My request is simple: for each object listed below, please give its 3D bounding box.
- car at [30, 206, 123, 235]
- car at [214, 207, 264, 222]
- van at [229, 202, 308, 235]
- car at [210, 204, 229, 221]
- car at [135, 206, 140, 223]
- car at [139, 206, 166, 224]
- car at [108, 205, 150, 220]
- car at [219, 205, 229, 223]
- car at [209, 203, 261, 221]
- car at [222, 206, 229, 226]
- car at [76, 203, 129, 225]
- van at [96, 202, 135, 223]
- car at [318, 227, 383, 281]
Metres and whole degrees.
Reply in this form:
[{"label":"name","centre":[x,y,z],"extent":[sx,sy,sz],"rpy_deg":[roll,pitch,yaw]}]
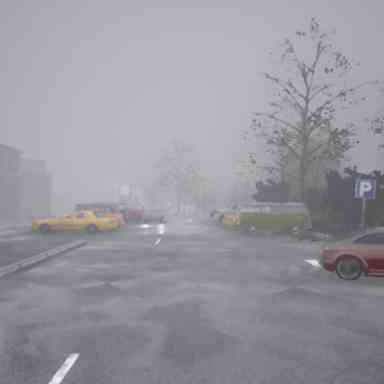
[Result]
[{"label":"car","centre":[-7.513,1.887,21.437],"extent":[5.366,1.575,1.946],"rpy_deg":[0,-2,0]},{"label":"car","centre":[4.829,2.365,34.830],"extent":[4.892,1.521,2.231],"rpy_deg":[0,-2,-1]},{"label":"van","centre":[4.827,1.656,20.880],"extent":[4.442,1.987,1.878],"rpy_deg":[0,-2,0]},{"label":"car","centre":[4.839,1.999,32.050],"extent":[5.566,2.045,2.435],"rpy_deg":[0,-2,-1]},{"label":"car","centre":[-7.448,2.426,36.491],"extent":[5.008,1.535,2.097],"rpy_deg":[0,-2,-1]},{"label":"car","centre":[-3.551,2.272,32.033],"extent":[1.837,1.490,4.892],"rpy_deg":[0,-3,0]},{"label":"car","centre":[-7.456,2.429,39.529],"extent":[4.553,1.767,2.185],"rpy_deg":[0,-2,-1]},{"label":"car","centre":[5.092,2.045,26.329],"extent":[5.366,1.575,1.946],"rpy_deg":[0,-2,0]},{"label":"car","centre":[4.776,2.226,37.507],"extent":[5.566,2.045,2.435],"rpy_deg":[0,-2,-1]},{"label":"car","centre":[5.110,1.961,23.669],"extent":[5.366,1.575,1.946],"rpy_deg":[0,-2,0]},{"label":"car","centre":[-7.317,1.850,24.358],"extent":[4.553,1.767,2.185],"rpy_deg":[0,-2,0]},{"label":"van","centre":[-7.253,1.852,27.398],"extent":[4.442,1.987,1.878],"rpy_deg":[0,-2,0]},{"label":"car","centre":[5.767,1.701,9.324],"extent":[4.181,1.385,1.994],"rpy_deg":[0,-1,17]}]
